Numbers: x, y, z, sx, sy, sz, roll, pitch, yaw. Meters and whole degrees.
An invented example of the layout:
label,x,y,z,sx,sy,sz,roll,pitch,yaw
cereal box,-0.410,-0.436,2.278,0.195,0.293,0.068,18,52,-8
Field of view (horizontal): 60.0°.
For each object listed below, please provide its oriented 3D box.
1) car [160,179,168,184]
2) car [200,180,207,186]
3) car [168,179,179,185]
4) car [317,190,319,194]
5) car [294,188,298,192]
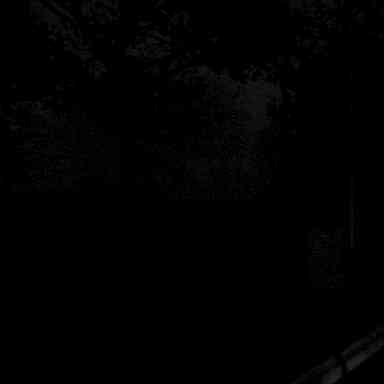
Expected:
label,x,y,z,sx,sy,sz,roll,pitch,yaw
car,-6.596,-2.826,94.559,2.163,1.488,4.792,4,1,21
car,3.784,-2.277,90.655,2.185,1.767,4.553,4,1,21
car,-4.008,-2.651,93.569,2.163,1.488,4.792,4,1,21
car,29.612,-0.167,80.714,2.163,1.488,4.792,4,2,21
car,24.479,-0.846,82.738,2.435,2.045,5.566,4,2,21
